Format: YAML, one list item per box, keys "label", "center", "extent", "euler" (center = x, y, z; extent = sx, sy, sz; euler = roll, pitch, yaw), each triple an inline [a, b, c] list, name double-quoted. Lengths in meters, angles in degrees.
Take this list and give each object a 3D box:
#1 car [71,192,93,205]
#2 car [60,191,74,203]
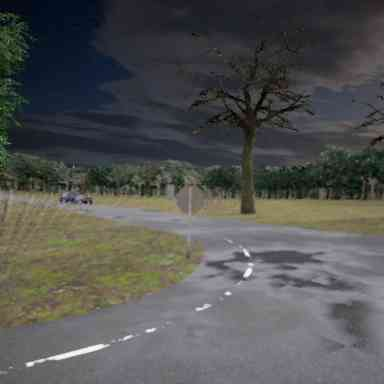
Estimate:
- label: "car"
  center: [-16.558, 1.194, 50.942]
  extent: [1.837, 1.490, 4.892]
  euler: [3, -2, -34]
- label: "car"
  center: [-21.091, 0.930, 57.542]
  extent: [2.150, 2.045, 5.566]
  euler: [3, -2, -34]
